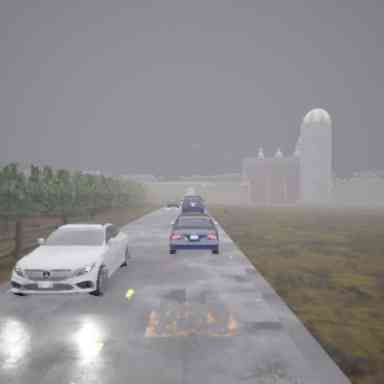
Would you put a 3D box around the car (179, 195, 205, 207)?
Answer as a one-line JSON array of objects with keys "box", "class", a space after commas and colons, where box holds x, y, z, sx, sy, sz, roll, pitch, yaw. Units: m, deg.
[{"box": [0.102, 1.312, 32.951, 2.150, 2.045, 5.566, 0, 0, 0], "class": "car"}]

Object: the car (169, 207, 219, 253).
[{"box": [0.087, 1.570, 13.670, 2.033, 1.411, 5.357, 0, 0, 0], "class": "car"}]

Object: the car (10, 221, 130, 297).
[{"box": [-2.838, 1.536, 8.766, 1.812, 1.442, 4.674, 0, 0, 0], "class": "car"}]

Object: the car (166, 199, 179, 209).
[{"box": [-2.822, 1.742, 50.501, 2.033, 1.411, 5.357, 0, 0, 0], "class": "car"}]
